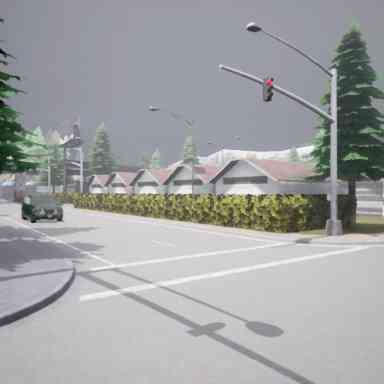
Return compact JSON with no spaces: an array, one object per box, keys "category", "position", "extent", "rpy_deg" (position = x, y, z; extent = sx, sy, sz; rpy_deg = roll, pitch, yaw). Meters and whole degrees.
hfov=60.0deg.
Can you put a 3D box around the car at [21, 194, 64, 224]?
[{"category":"car","position":[-11.766,1.267,25.917],"extent":[2.150,2.045,5.566],"rpy_deg":[0,2,-36]}]
